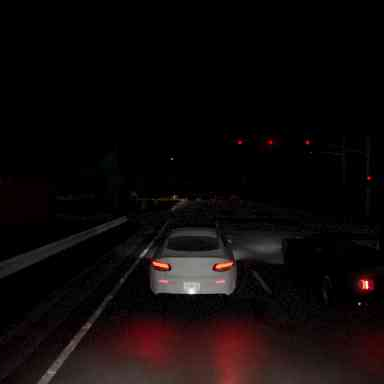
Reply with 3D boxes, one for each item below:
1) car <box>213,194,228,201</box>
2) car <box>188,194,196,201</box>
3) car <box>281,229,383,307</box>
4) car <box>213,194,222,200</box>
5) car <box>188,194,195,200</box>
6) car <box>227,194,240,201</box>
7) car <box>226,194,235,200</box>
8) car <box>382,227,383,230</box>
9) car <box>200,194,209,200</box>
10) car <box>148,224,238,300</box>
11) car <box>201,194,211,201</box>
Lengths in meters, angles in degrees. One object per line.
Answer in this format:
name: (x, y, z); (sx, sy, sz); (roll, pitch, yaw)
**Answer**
car: (6.909, 1.339, 81.148); (2.097, 1.767, 4.553); (0, 0, 0)
car: (-0.090, 1.523, 80.753); (2.033, 1.411, 5.357); (0, 0, 0)
car: (3.554, 1.600, 7.889); (1.895, 1.301, 4.718); (0, 0, 0)
car: (6.898, 1.348, 91.181); (2.128, 1.511, 4.902); (0, 0, 0)
car: (-0.102, 1.322, 91.173); (1.837, 1.490, 4.892); (0, 0, 0)
car: (10.410, 1.461, 80.765); (1.882, 1.535, 5.008); (0, 0, 0)
car: (10.398, 1.300, 91.185); (1.882, 1.535, 5.008); (0, 0, 0)
car: (7.057, 1.221, 8.306); (2.150, 2.045, 5.566); (0, 0, 0)
car: (3.398, 1.348, 91.177); (2.128, 1.511, 4.902); (0, 0, 0)
car: (0.064, 1.525, 8.276); (1.812, 1.442, 4.674); (0, 0, 2)
car: (3.409, 1.339, 81.144); (2.097, 1.767, 4.553); (0, 0, 0)
